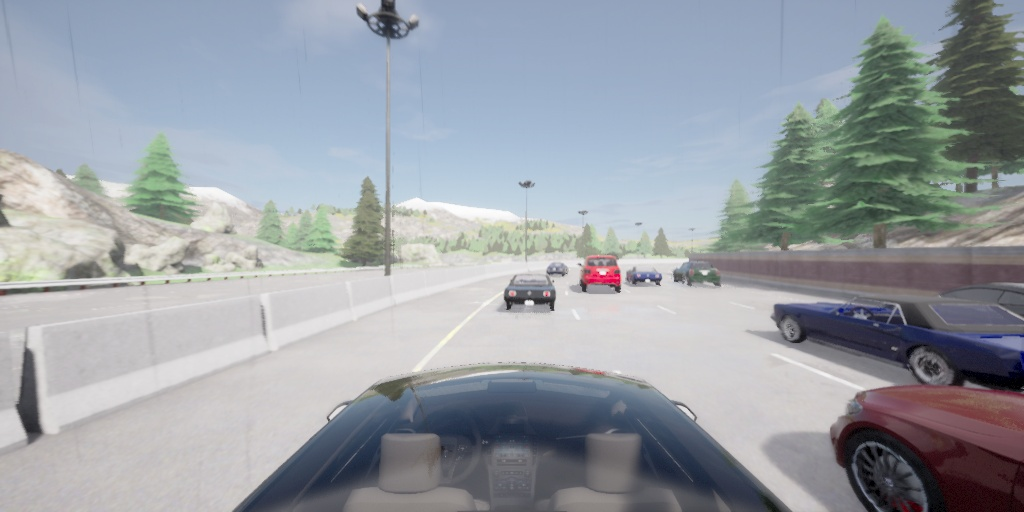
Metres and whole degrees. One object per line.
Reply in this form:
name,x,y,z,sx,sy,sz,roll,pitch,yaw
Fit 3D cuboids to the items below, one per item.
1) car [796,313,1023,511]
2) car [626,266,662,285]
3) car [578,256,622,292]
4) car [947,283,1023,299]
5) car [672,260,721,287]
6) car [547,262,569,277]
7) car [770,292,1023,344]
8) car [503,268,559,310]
car,3.653,1.288,1.093,1.812,1.442,4.674,0,0,0
car,9.548,1.392,26.312,1.895,1.301,4.718,0,0,11
car,5.253,0.997,21.816,2.150,2.045,5.566,0,0,9
car,10.846,1.314,7.846,1.812,1.442,4.674,0,0,3
car,12.994,1.154,25.505,2.097,1.767,4.553,0,0,10
car,4.649,1.326,36.487,2.033,1.411,5.357,0,0,15
car,7.268,1.377,6.734,1.895,1.301,4.718,0,0,2
car,0.826,1.359,14.803,1.895,1.301,4.718,0,0,5
